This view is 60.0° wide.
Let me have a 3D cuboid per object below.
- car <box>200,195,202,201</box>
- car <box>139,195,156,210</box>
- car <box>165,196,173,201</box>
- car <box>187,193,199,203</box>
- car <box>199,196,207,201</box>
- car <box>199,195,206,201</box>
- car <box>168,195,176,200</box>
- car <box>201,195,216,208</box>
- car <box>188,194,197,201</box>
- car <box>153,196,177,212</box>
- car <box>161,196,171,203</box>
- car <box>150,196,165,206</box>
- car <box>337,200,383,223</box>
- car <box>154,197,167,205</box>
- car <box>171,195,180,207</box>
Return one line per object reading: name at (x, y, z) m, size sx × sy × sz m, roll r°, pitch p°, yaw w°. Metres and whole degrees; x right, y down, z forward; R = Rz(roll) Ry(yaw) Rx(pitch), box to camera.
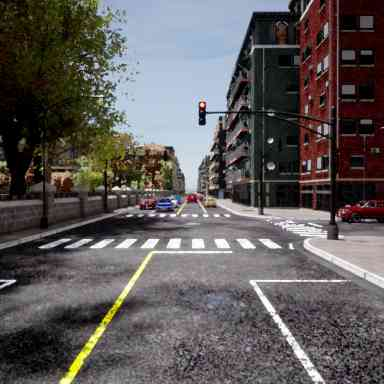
car at (2.734, 1.562, 54.960) m, size 1.887 × 1.381 × 4.507 m, roll 0°, pitch 0°, yaw 0°
car at (-5.656, 1.324, 43.896) m, size 2.192 × 1.841 × 5.009 m, roll 0°, pitch 0°, yaw 0°
car at (-5.623, 1.624, 82.642) m, size 1.802 × 1.307 × 4.206 m, roll 0°, pitch 0°, yaw 0°
car at (0.060, 1.251, 69.238) m, size 2.150 × 2.045 × 5.566 m, roll 0°, pitch 0°, yaw 0°
car at (2.757, 1.587, 82.636) m, size 1.887 × 1.381 × 4.507 m, roll 0°, pitch 0°, yaw 0°
car at (2.761, 1.593, 88.171) m, size 1.887 × 1.381 × 4.507 m, roll 0°, pitch 0°, yaw 0°
car at (-5.614, 1.580, 93.542) m, size 1.752 × 1.417 × 4.829 m, roll 0°, pitch 0°, yaw 0°
car at (2.730, 1.538, 49.595) m, size 1.752 × 1.417 × 4.829 m, roll 0°, pitch 0°, yaw 0°
car at (0.068, 1.306, 79.598) m, size 2.097 × 1.767 × 4.553 m, roll 0°, pitch 0°, yaw 0°
car at (-3.067, 1.532, 38.294) m, size 1.812 × 1.442 × 4.674 m, roll 0°, pitch 0°, yaw 0°
car at (-5.632, 1.613, 71.571) m, size 1.802 × 1.307 × 4.206 m, roll 0°, pitch 0°, yaw 0°
car at (-5.647, 1.457, 54.966) m, size 1.967 × 1.590 × 4.097 m, roll 0°, pitch 0°, yaw 0°
car at (14.639, 1.591, 27.306) m, size 5.009 × 1.841 × 2.192 m, roll 1°, pitch -1°, yaw 0°
car at (-5.642, 1.566, 60.502) m, size 1.887 × 1.381 × 4.507 m, roll 0°, pitch 0°, yaw 0°
car at (-3.067, 1.538, 48.018) m, size 1.812 × 1.442 × 4.674 m, roll 0°, pitch 0°, yaw 1°
